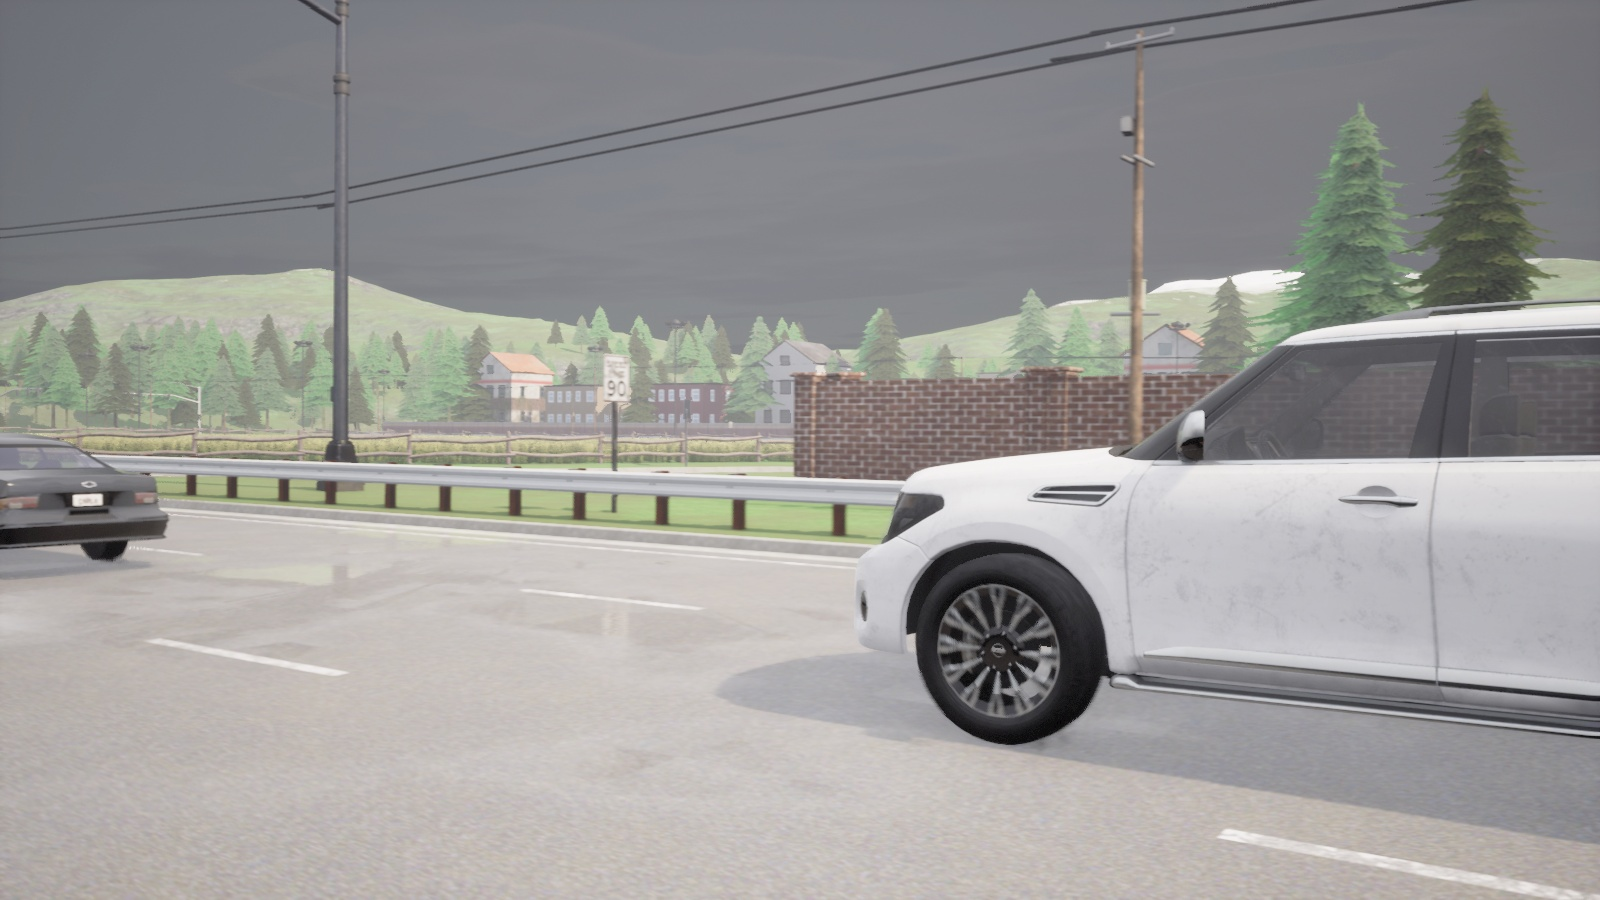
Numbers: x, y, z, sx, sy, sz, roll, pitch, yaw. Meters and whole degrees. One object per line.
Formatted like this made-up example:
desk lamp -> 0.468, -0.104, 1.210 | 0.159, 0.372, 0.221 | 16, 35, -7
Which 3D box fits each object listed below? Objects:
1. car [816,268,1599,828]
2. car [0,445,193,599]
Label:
car -> 3.005, 0.344, 5.823 | 5.566, 2.045, 2.150 | 0, 1, 34
car -> -9.258, 0.672, 13.976 | 5.357, 1.411, 2.033 | 0, 1, 34
